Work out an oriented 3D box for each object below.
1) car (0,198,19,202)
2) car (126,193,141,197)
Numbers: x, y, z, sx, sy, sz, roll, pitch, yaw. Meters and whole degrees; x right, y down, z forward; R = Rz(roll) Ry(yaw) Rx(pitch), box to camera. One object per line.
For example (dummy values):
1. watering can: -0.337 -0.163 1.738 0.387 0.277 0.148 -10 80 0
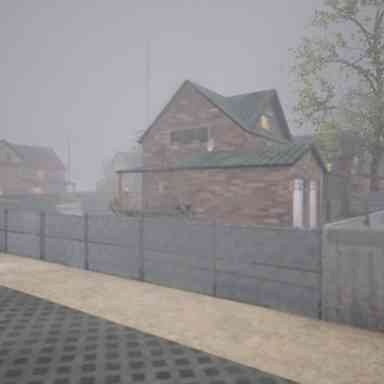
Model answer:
1. car: -17.081 1.219 27.783 1.882 1.535 5.008 1 2 35
2. car: -7.378 0.853 41.412 1.837 1.490 4.892 1 2 35
